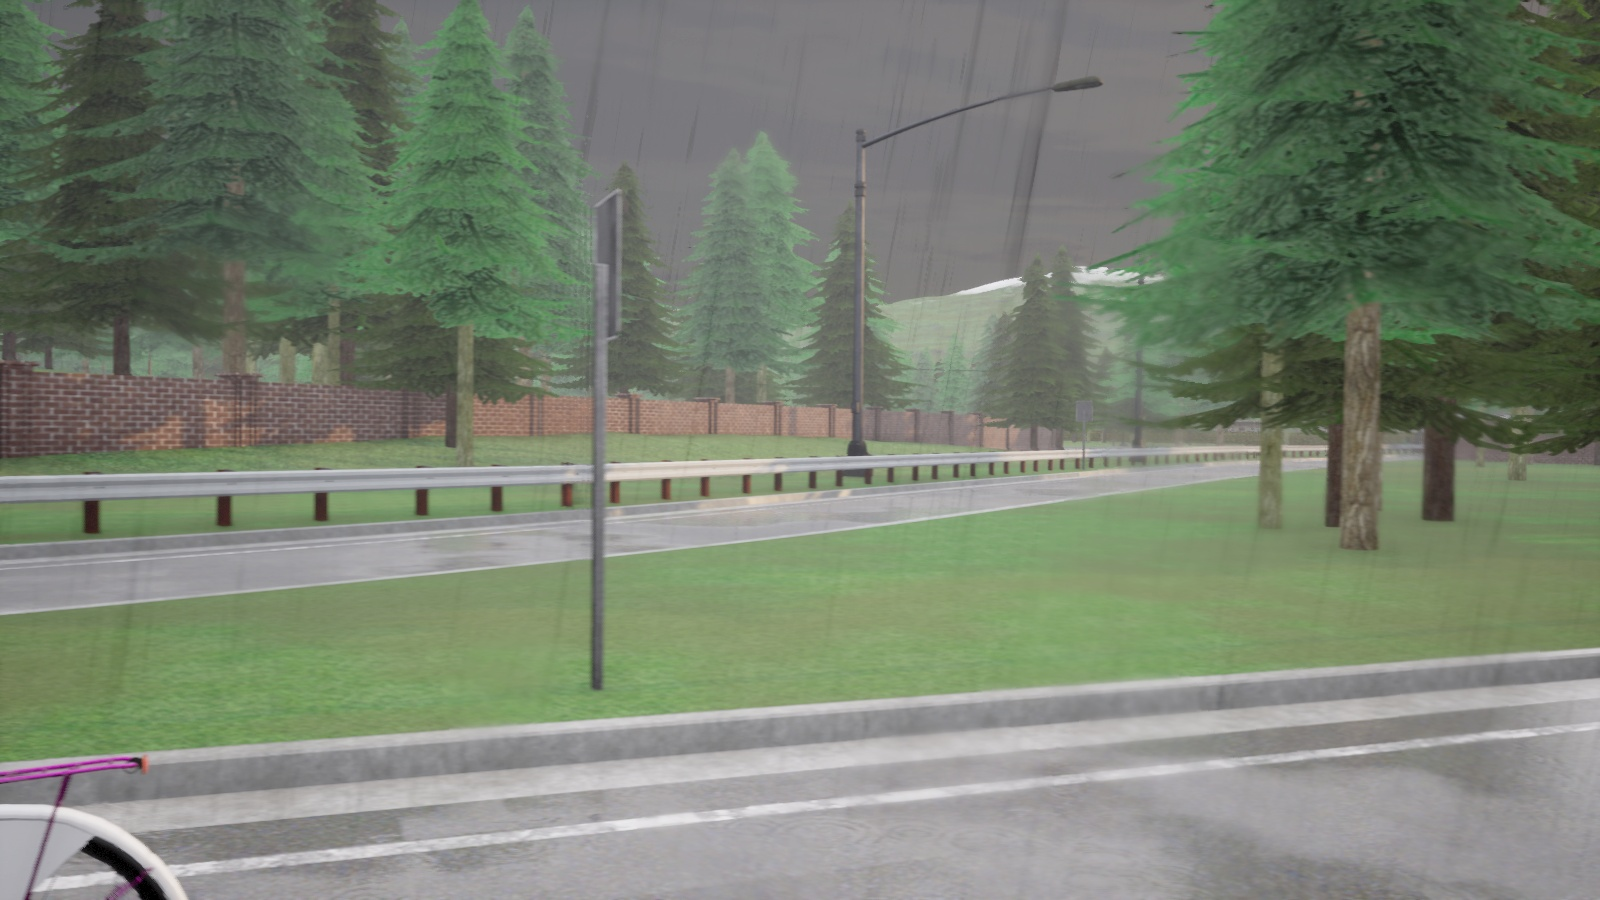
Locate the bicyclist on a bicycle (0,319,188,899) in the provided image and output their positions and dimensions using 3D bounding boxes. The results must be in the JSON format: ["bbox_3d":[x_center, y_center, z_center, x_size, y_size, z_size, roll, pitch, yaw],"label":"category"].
[{"bbox_3d":[-2.227,0.654,2.389,1.843,1.776,0.659,-1,1,-21],"label":"bicyclist on a bicycle"}]
